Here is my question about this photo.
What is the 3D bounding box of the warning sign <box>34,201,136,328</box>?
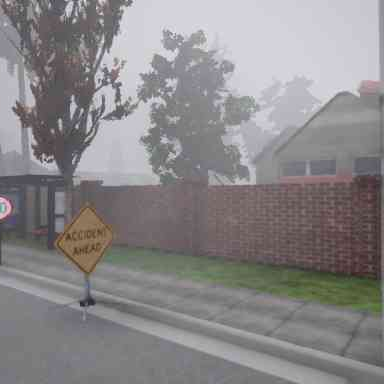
[{"bbox_3d":[-1.852,1.115,5.854,1.060,1.860,1.300,-1,0,35],"label":"warning sign"}]
